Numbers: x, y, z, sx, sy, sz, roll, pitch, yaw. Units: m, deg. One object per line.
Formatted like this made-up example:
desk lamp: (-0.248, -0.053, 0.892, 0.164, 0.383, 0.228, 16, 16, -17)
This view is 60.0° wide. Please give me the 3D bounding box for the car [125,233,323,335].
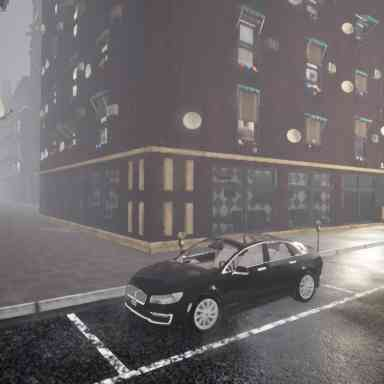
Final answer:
car: (0.840, 1.552, 6.650, 4.403, 1.369, 2.008, 0, 1, -36)
